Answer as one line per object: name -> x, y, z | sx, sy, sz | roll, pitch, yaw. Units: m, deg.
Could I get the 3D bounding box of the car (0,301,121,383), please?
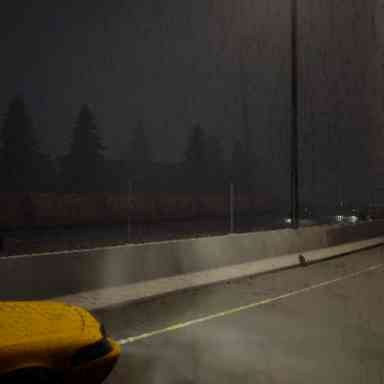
car -> -3.319, 1.498, 2.754 | 5.366, 1.575, 1.801 | 1, -1, -34

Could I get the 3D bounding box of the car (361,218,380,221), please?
car -> 16.504, 1.975, 30.334 | 2.128, 1.511, 4.902 | -1, -1, 36
